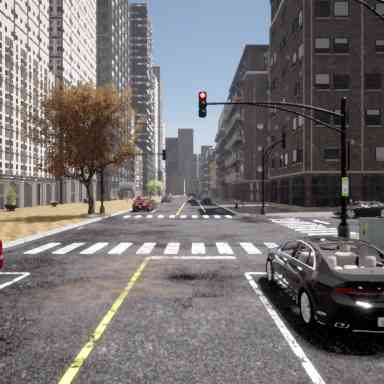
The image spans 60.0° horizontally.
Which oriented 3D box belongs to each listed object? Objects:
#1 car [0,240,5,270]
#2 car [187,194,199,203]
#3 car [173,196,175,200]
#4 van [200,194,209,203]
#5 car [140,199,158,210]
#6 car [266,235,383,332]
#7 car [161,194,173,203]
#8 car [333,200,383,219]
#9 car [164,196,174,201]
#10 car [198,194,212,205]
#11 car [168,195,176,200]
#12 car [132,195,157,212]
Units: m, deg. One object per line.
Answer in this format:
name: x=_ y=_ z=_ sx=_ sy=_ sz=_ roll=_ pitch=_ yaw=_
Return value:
car: x=-5.692 y=1.545 z=6.750 sx=1.887 sy=1.381 sz=4.507 roll=0 pitch=0 yaw=0
car: x=-0.020 y=1.655 z=68.907 sx=1.895 sy=1.301 sz=4.718 roll=0 pitch=0 yaw=0
car: x=-5.713 y=1.384 z=77.798 sx=2.192 sy=1.841 sz=5.009 roll=0 pitch=0 yaw=0
van: x=2.669 y=1.401 z=72.278 sx=1.690 sy=1.788 sz=3.998 roll=0 pitch=0 yaw=0
car: x=-5.704 y=1.592 z=44.661 sx=1.947 sy=1.339 sz=4.313 roll=0 pitch=0 yaw=0
car: x=2.688 y=1.551 z=6.752 sx=2.008 sy=1.369 sz=4.403 roll=0 pitch=0 yaw=0
car: x=-5.712 y=1.626 z=72.276 sx=1.947 sy=1.339 sz=4.313 roll=0 pitch=0 yaw=0
car: x=13.419 y=1.349 z=26.161 sx=4.403 sy=1.369 sz=2.008 roll=-1 pitch=1 yaw=-1
car: x=-5.715 y=1.630 z=83.321 sx=2.008 sy=1.369 sz=4.403 roll=0 pitch=0 yaw=0
car: x=2.673 y=1.609 z=61.231 sx=1.947 sy=1.339 sz=4.313 roll=0 pitch=0 yaw=0
car: x=-5.718 y=1.653 z=94.367 sx=2.008 sy=1.369 sz=4.403 roll=0 pitch=0 yaw=0
car: x=-5.702 y=1.335 z=39.138 sx=2.192 sy=1.841 sz=5.009 roll=0 pitch=0 yaw=0
